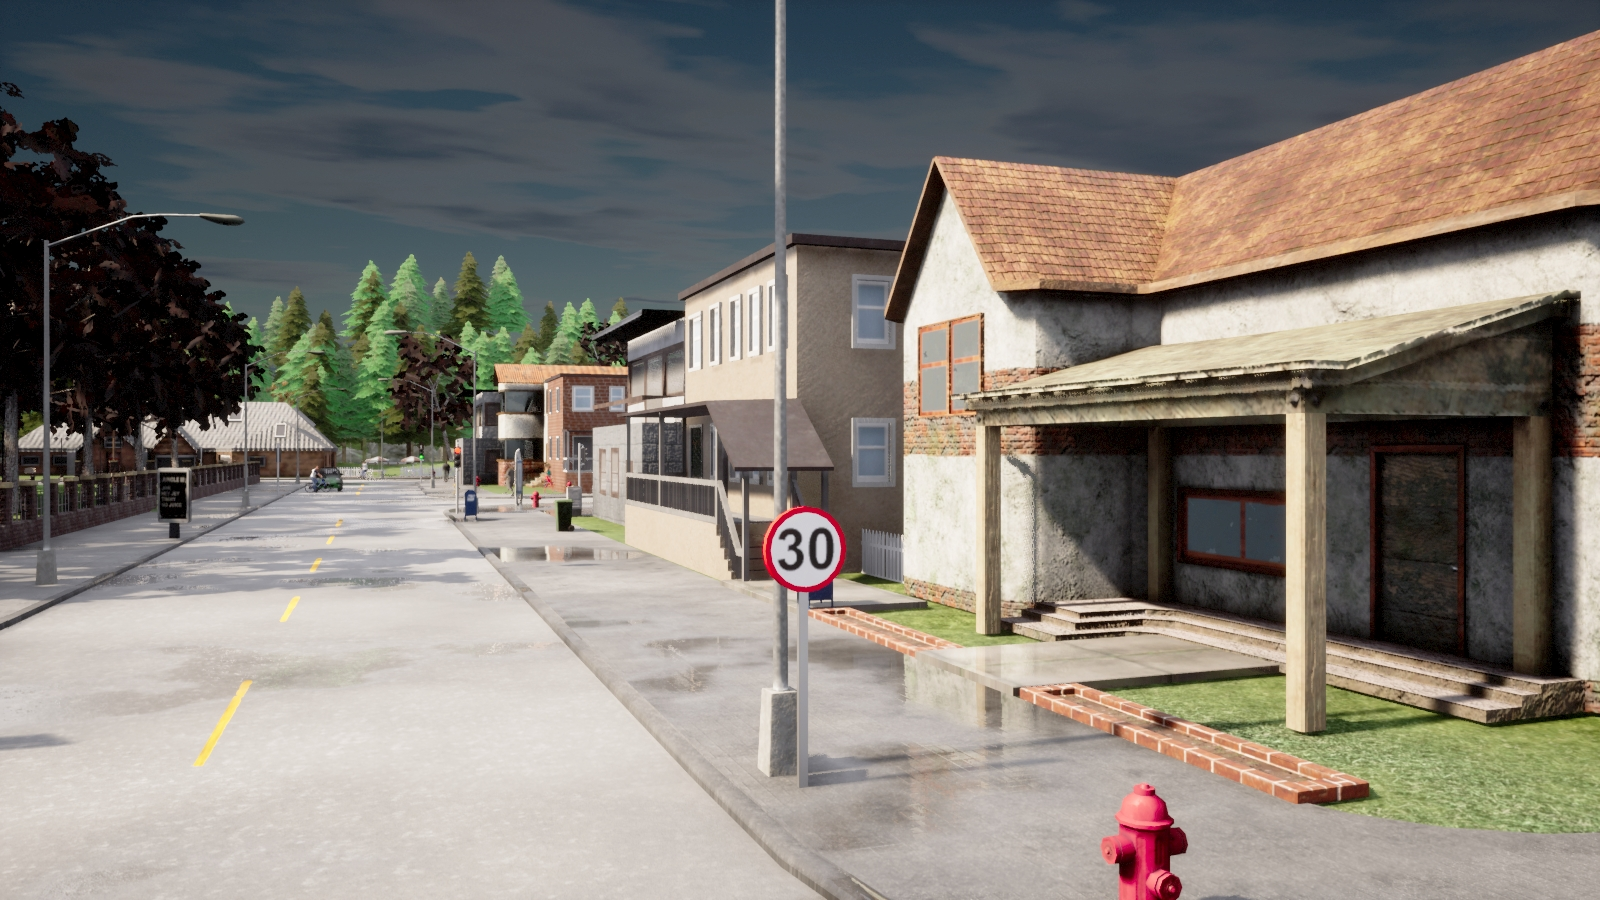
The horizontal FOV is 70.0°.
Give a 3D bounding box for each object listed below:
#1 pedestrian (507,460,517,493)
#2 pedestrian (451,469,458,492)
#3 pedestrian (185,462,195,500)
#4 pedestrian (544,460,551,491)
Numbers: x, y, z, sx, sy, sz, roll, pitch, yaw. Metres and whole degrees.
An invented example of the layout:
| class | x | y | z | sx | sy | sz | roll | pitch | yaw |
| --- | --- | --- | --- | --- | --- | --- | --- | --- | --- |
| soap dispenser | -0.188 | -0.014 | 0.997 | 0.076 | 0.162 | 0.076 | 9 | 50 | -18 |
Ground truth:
| class | x | y | z | sx | sy | sz | roll | pitch | yaw |
| --- | --- | --- | --- | --- | --- | --- | --- | --- | --- |
| pedestrian | -16.645 | 1.521 | 66.014 | 0.375 | 1.860 | 0.375 | 0 | 0 | 41 |
| pedestrian | -20.317 | 1.797 | 67.207 | 0.375 | 1.300 | 0.375 | 0 | 0 | -11 |
| pedestrian | -29.880 | 1.525 | 55.943 | 0.375 | 1.860 | 0.375 | 0 | 0 | -20 |
| pedestrian | -15.289 | 1.516 | 69.160 | 0.375 | 1.860 | 0.375 | 0 | 0 | 0 |
